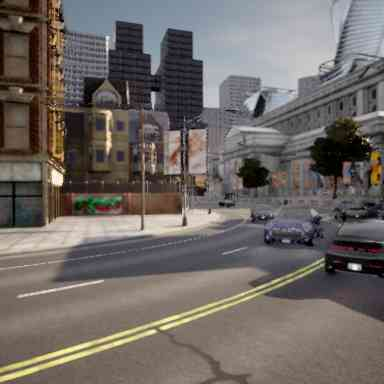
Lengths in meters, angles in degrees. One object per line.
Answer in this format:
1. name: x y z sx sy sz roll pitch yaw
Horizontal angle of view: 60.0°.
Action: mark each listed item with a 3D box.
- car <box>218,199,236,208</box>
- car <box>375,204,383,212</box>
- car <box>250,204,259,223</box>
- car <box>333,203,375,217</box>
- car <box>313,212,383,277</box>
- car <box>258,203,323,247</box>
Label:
1. car: 6.286 2.081 60.145 1.882 1.535 5.008 0 -1 -16
2. car: 17.205 1.727 29.578 2.033 1.411 5.357 0 -1 9
3. car: 5.965 1.751 27.832 1.837 1.490 4.892 0 -1 12
4. car: 13.348 1.686 28.232 2.128 1.511 4.902 0 -1 12
5. car: 5.449 1.571 9.955 1.837 1.490 4.892 0 0 38
6. car: 5.004 1.482 15.930 2.097 1.767 4.553 -1 -1 28
